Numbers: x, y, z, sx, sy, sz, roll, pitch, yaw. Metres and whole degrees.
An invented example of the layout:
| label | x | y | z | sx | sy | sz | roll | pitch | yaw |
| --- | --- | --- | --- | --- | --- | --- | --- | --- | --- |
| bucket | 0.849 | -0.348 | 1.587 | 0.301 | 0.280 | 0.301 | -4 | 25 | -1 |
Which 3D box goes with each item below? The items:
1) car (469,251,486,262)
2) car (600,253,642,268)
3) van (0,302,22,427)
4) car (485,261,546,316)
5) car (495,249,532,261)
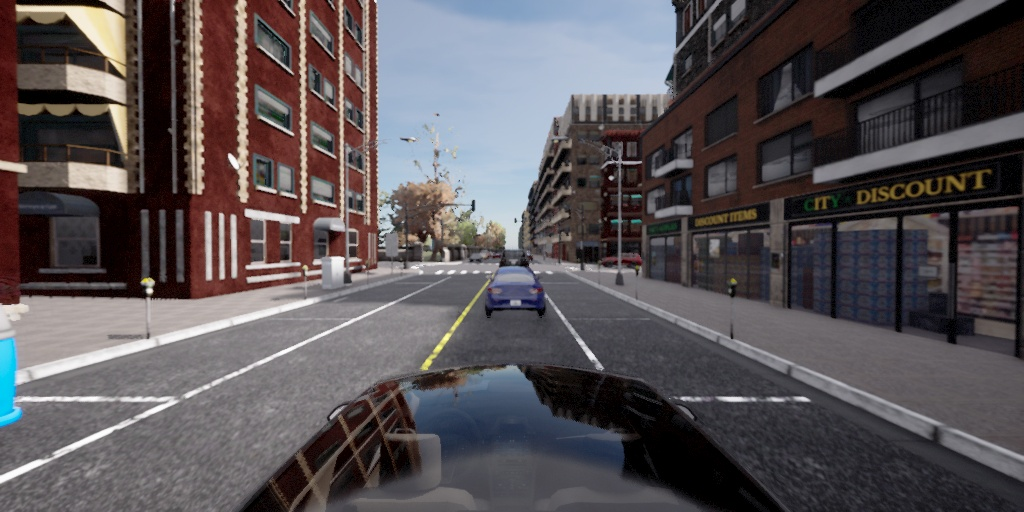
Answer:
| label | x | y | z | sx | sy | sz | roll | pitch | yaw |
| --- | --- | --- | --- | --- | --- | --- | --- | --- | --- |
| car | -5.682 | 0.302 | 56.849 | 1.948 | 1.339 | 4.313 | 0 | 0 | 0 |
| car | 13.455 | 0.554 | 44.513 | 5.009 | 1.841 | 2.192 | 0 | 0 | -1 |
| van | -5.689 | 1.089 | 1.809 | 1.690 | 1.789 | 3.998 | 0 | 0 | 0 |
| car | 0.093 | 1.077 | 12.150 | 1.812 | 1.442 | 4.674 | 0 | 1 | 0 |
| car | 0.265 | 0.491 | 27.315 | 2.150 | 2.045 | 5.566 | 0 | 1 | 3 |
